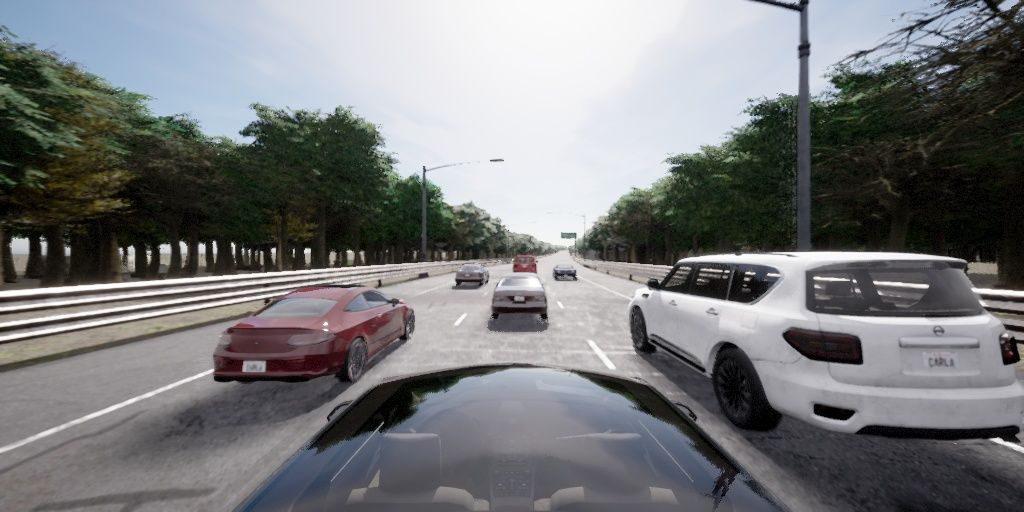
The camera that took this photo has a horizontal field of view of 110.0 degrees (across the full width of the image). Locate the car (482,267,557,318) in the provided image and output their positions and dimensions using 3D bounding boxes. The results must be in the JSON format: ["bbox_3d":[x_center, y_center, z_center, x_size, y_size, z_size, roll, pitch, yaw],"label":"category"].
[{"bbox_3d":[0.290,1.299,13.008,2.033,1.411,5.357,0,0,2],"label":"car"}]

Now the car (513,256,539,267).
[{"bbox_3d":[1.250,0.979,33.055,2.150,2.045,5.566,0,0,4],"label":"car"}]

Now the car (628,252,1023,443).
[{"bbox_3d":[3.654,0.973,5.715,2.150,2.045,5.566,0,0,1],"label":"car"}]

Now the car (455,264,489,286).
[{"bbox_3d":[-2.720,1.301,25.375,2.033,1.411,5.357,0,0,3],"label":"car"}]

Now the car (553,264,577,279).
[{"bbox_3d":[4.741,1.361,32.785,1.895,1.301,4.718,0,0,4],"label":"car"}]

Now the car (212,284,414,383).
[{"bbox_3d":[-3.332,1.275,6.975,1.812,1.442,4.674,0,0,1],"label":"car"}]
